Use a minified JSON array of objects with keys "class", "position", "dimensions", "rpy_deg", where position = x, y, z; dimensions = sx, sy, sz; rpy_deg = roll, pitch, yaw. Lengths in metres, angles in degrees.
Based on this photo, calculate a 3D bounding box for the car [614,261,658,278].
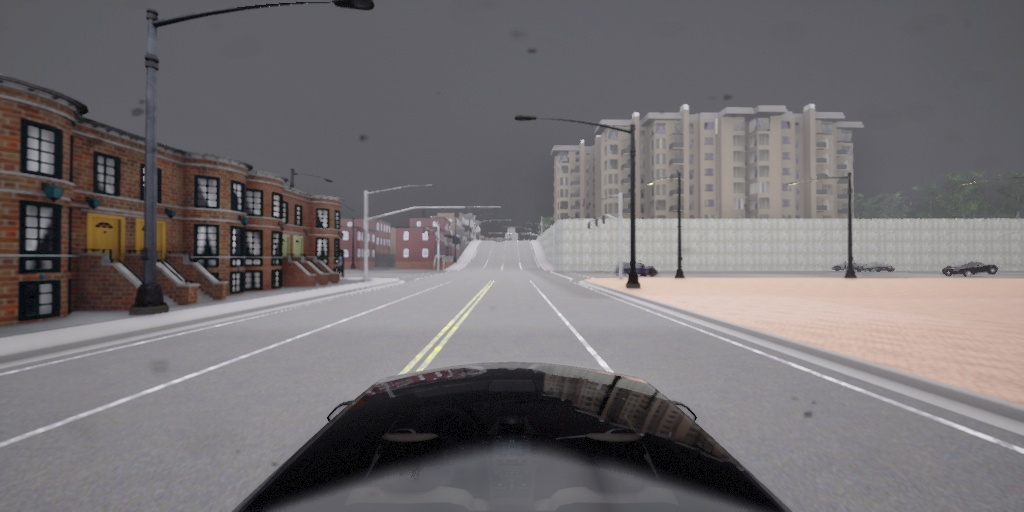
[{"class":"car","position":[13.719,1.381,39.706],"dimensions":[4.553,1.767,2.097],"rpy_deg":[0,-1,0]}]

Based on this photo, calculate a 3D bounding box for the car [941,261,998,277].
[{"class":"car","position":[50.497,1.311,39.646],"dimensions":[4.892,1.490,1.837],"rpy_deg":[-7,0,-3]}]
